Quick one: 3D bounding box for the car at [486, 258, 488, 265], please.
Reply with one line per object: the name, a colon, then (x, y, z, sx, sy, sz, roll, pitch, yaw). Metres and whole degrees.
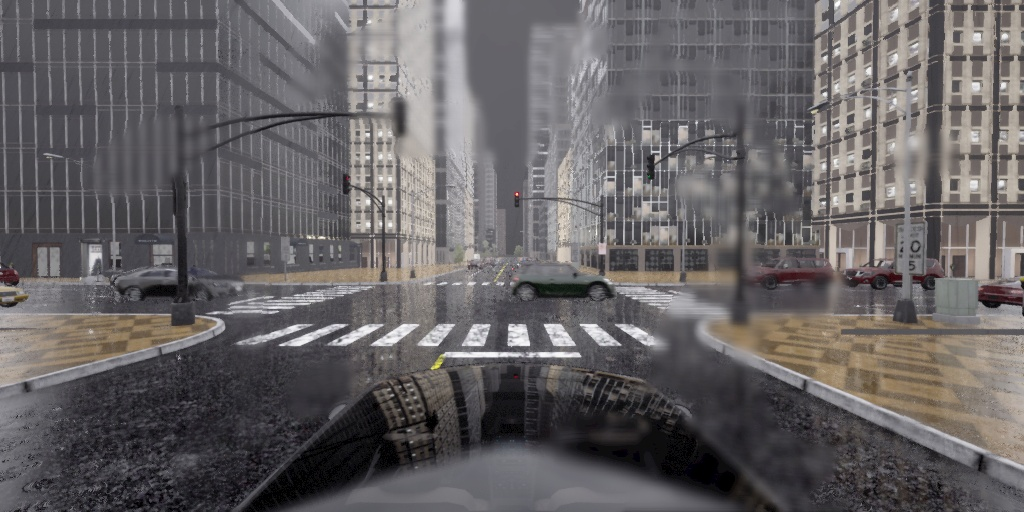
car: (-5.295, 1.306, 57.853, 1.802, 1.307, 4.207, 0, 0, 0)

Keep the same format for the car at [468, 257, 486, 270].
car: (-5.297, 1.167, 52.328, 1.967, 1.591, 4.097, 0, 0, 0)

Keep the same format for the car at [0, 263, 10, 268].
car: (-32.558, 1.077, 21.472, 4.097, 1.591, 1.967, 0, 0, 0)

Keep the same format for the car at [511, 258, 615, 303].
car: (2.221, 1.096, 16.168, 4.553, 1.767, 2.097, 0, 0, 0)

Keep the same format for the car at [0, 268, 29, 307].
car: (-21.257, 1.301, 13.426, 4.829, 1.417, 1.751, 0, 0, 0)

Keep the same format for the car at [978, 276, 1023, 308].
car: (20.184, 1.417, 13.505, 4.207, 1.307, 1.802, 0, 0, 0)

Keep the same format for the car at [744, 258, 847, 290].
car: (16.568, 1.023, 21.637, 5.009, 1.841, 2.192, 0, 0, 0)

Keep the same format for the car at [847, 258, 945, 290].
car: (22.900, 1.032, 21.649, 5.009, 1.841, 2.192, 0, 0, 0)

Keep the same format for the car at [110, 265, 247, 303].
car: (-14.708, 1.242, 16.123, 4.902, 1.511, 2.128, 0, 1, 0)
